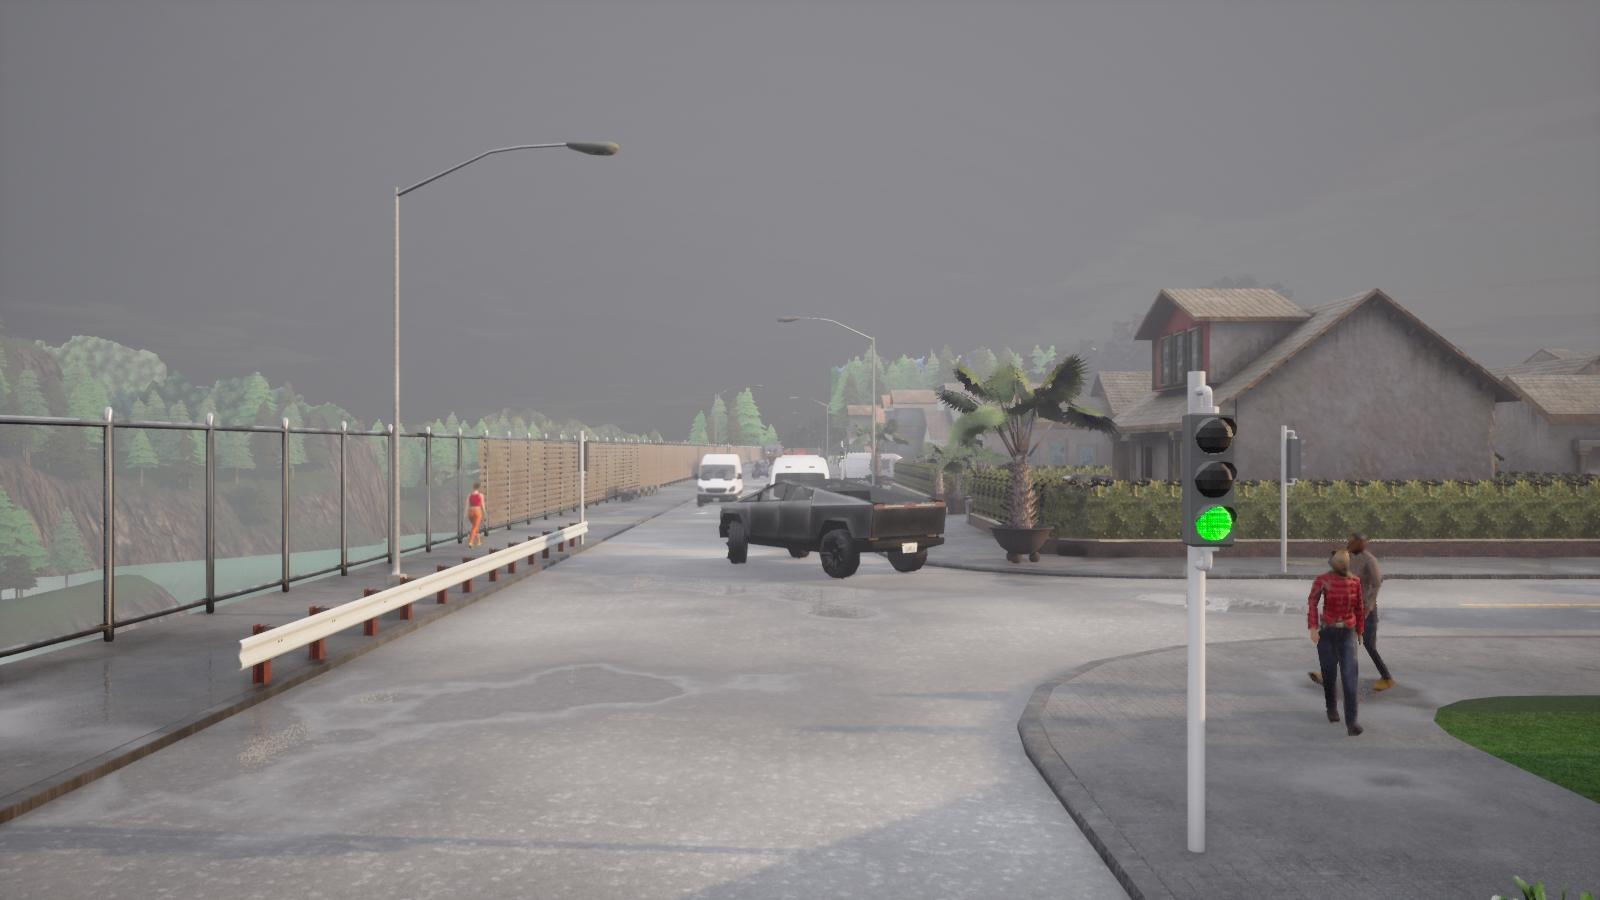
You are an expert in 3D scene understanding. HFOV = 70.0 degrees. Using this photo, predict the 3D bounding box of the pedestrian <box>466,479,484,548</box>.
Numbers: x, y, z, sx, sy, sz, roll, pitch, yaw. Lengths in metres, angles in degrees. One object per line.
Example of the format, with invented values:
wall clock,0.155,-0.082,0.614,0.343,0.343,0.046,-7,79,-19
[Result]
pedestrian,-8.814,1.725,30.991,0.375,1.860,0.375,0,0,2

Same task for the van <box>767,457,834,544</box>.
van,0.006,1.511,36.872,1.988,2.561,5.915,0,0,0

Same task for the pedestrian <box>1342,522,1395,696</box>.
pedestrian,6.275,1.737,12.617,0.375,1.860,0.375,0,0,-13

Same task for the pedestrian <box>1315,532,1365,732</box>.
pedestrian,5.221,1.738,11.053,0.375,1.860,0.375,0,0,15

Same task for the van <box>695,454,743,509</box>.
van,-3.986,1.499,57.202,1.988,2.561,5.915,0,0,0

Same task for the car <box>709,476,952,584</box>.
car,0.520,1.736,26.916,2.390,2.098,6.274,0,0,-36
